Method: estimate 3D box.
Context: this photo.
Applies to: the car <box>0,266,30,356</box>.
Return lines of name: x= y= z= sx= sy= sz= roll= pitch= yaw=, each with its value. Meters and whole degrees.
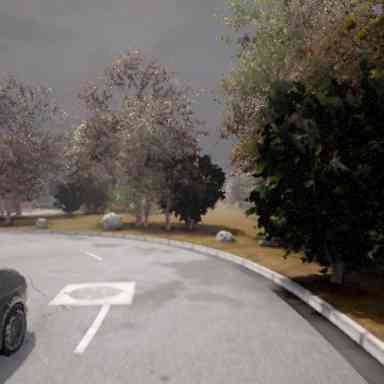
car: x=-3.372 y=1.576 z=3.456 sx=1.812 sy=1.442 sz=4.674 roll=0 pitch=0 yaw=-2
